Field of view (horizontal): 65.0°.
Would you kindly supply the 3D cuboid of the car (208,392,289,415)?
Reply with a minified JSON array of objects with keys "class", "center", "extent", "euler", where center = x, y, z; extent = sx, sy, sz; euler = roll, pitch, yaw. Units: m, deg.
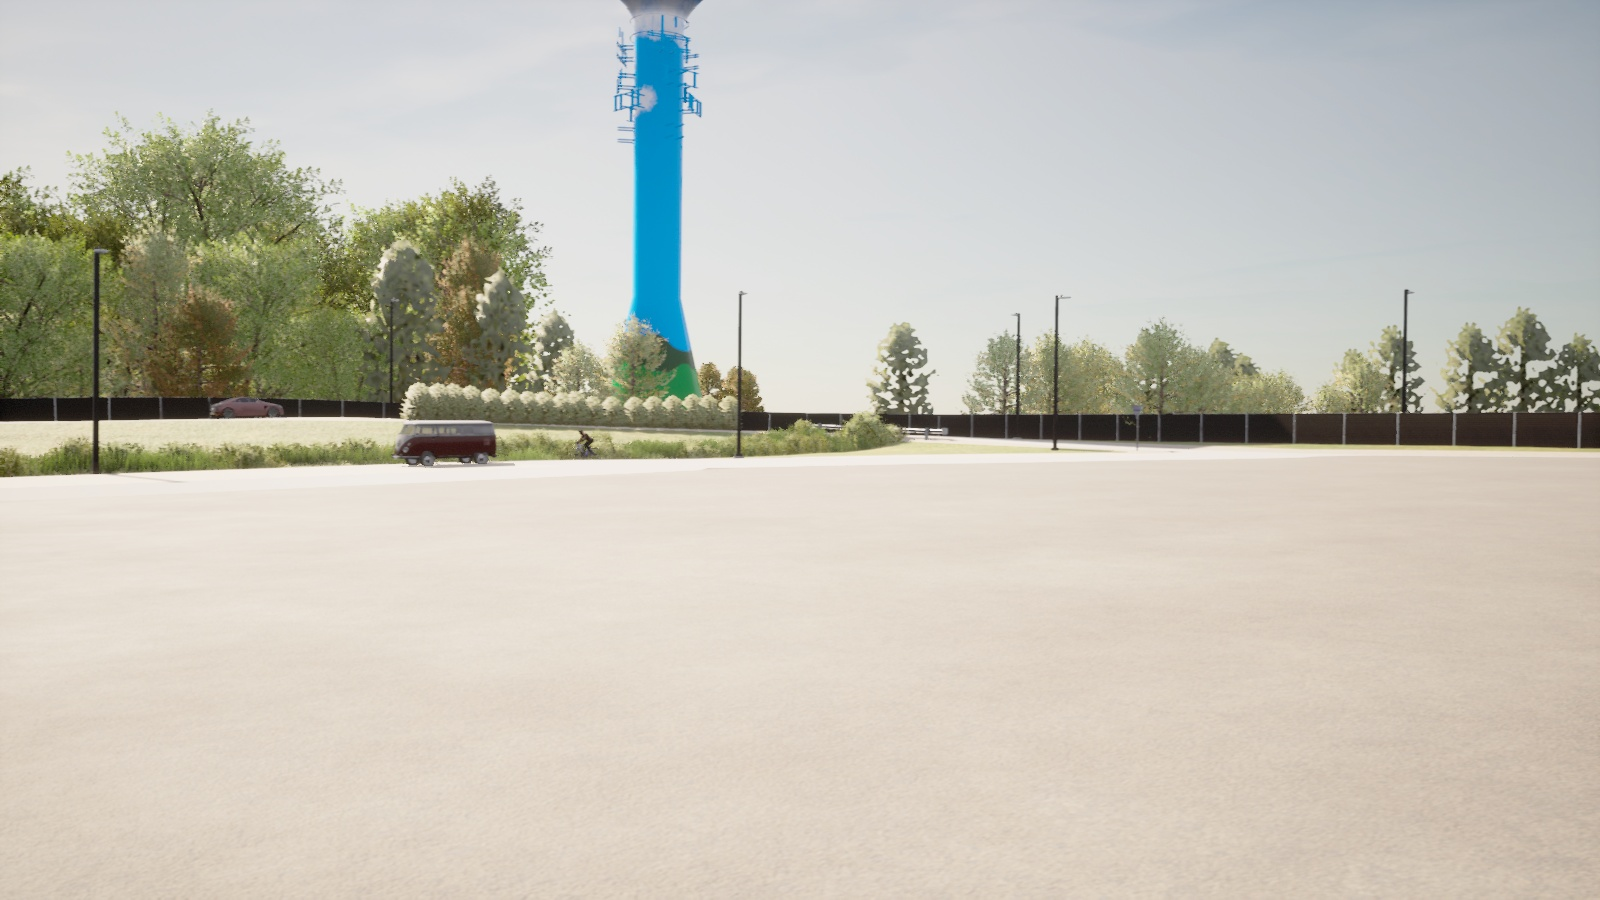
[{"class":"car","center":[-34.487,-2.900,78.596],"extent":[4.181,1.385,1.994],"euler":[-2,3,-40]}]

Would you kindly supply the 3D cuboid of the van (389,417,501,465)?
[{"class":"van","center":[-15.569,-0.435,55.217],"extent":[4.442,1.987,1.775],"euler":[-1,2,-43]}]
